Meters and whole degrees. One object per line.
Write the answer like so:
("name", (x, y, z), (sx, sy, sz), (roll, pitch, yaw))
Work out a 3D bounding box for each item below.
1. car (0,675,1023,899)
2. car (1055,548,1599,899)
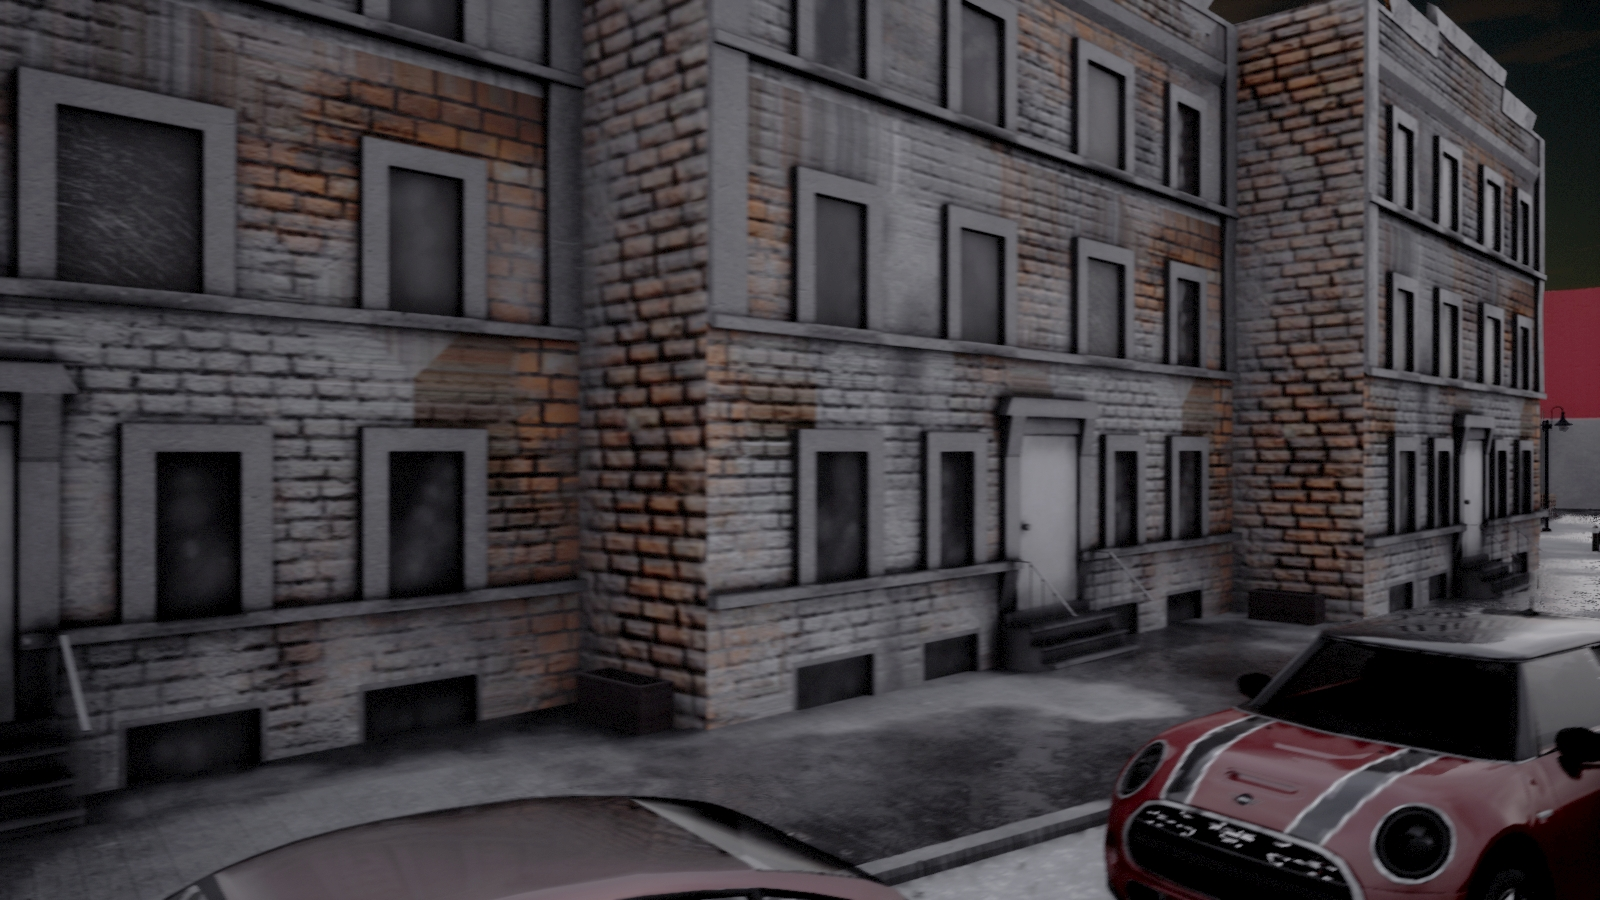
("car", (-1.287, 1.806, 3.437), (3.705, 1.549, 1.789), (0, 0, -36))
("car", (3.979, 1.687, 7.266), (4.553, 1.767, 2.097), (0, 0, -36))
